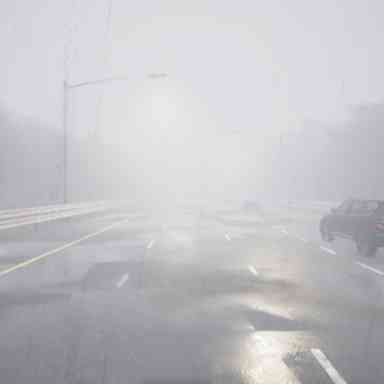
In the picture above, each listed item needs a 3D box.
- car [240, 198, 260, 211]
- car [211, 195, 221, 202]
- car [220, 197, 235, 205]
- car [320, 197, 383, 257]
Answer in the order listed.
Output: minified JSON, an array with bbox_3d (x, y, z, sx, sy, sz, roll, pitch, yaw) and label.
[{"bbox_3d":[7.046,1.544,40.846,1.837,1.490,4.892,0,0,0],"label":"car"},{"bbox_3d":[7.368,1.941,93.686,2.097,1.767,4.553,0,-1,1],"label":"car"},{"bbox_3d":[7.146,1.757,63.583,2.033,1.411,5.357,0,-1,0],"label":"car"},{"bbox_3d":[7.003,1.222,13.109,2.150,2.045,5.566,0,0,0],"label":"car"}]
